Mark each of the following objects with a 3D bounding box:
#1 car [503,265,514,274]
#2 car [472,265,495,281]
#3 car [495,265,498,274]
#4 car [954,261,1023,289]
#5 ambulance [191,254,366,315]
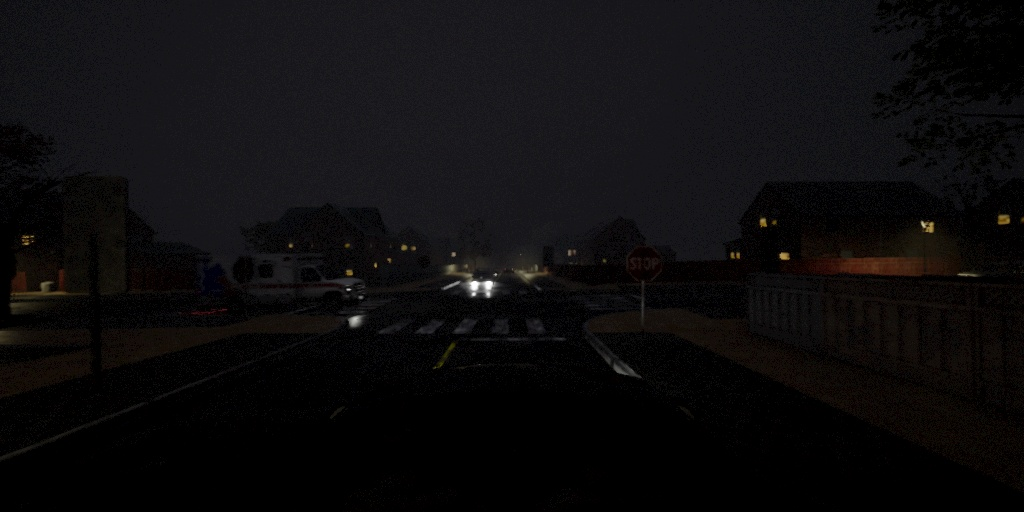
[{"bbox_3d":[-0.542,2.255,59.876,2.033,1.411,5.357,0,-1,-1],"label":"car"},{"bbox_3d":[-3.069,1.890,37.719,1.895,1.301,4.718,0,-1,-1],"label":"car"},{"bbox_3d":[-3.324,2.279,60.949,2.033,1.411,5.357,0,-1,-1],"label":"car"},{"bbox_3d":[25.685,1.025,18.410,4.892,1.490,1.837,-1,1,0],"label":"car"},{"bbox_3d":[-9.698,1.131,15.389,6.366,2.431,2.351,-1,1,0],"label":"ambulance"}]
